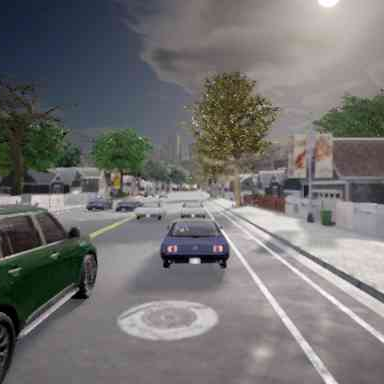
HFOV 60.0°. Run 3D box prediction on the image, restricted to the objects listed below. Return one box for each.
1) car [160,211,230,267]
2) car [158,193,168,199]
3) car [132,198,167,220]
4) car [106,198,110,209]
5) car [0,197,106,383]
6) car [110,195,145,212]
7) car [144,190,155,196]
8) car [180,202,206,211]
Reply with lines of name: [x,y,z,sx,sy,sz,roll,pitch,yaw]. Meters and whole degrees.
car: [0.088,1.522,11.033,1.895,1.301,4.718,0,0,0]
car: [-6.533,0.872,75.558,1.812,1.442,4.674,0,0,0]
car: [-3.168,1.416,26.272,1.895,1.301,4.718,0,0,0]
car: [-9.860,1.293,36.137,2.033,1.411,5.357,0,0,0]
car: [-3.179,1.186,5.106,2.150,2.045,5.566,0,1,0]
car: [-6.613,1.303,34.751,2.033,1.411,5.357,0,0,0]
car: [-9.783,0.325,77.521,2.150,2.045,5.566,0,0,0]
car: [0.082,1.416,26.284,1.895,1.301,4.718,0,0,0]
